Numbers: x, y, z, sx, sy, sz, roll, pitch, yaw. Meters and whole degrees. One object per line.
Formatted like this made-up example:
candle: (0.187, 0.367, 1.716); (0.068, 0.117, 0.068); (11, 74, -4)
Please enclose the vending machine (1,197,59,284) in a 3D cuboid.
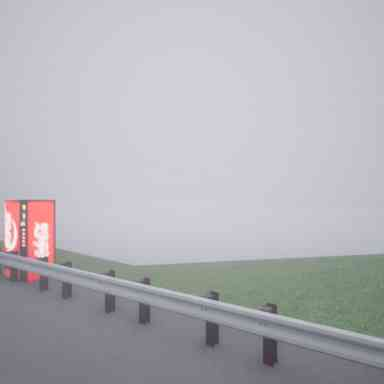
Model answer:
vending machine: (-4.296, 1.195, 8.838); (0.880, 2.100, 1.100); (0, 0, 36)
